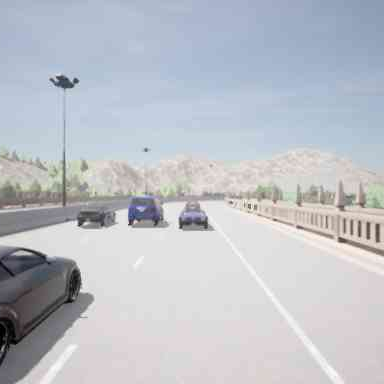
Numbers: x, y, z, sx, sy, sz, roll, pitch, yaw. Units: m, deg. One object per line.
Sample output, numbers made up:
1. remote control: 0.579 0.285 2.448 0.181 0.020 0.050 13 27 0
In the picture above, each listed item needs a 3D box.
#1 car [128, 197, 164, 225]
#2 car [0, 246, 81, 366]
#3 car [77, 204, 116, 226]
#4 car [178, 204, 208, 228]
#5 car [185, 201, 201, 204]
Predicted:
1. car: -3.414 1.358 25.183 2.150 2.045 5.566 0 0 0
2. car: -3.403 1.595 5.620 1.994 1.385 4.181 0 0 0
3. car: -6.915 1.637 24.501 1.837 1.490 4.892 0 0 0
4. car: 0.086 1.724 22.785 1.895 1.301 4.718 0 0 0
5. car: 0.080 1.780 40.099 1.994 1.385 4.181 0 0 0
